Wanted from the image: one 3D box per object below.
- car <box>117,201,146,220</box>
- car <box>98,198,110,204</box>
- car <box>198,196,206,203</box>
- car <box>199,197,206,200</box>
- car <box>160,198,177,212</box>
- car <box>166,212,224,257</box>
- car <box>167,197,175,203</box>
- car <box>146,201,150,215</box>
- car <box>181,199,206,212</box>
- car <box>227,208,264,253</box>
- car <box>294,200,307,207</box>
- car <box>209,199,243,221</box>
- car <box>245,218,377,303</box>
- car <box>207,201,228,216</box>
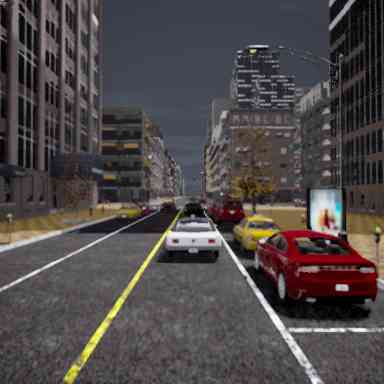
[{"bbox_3d":[-5.662,1.721,30.287,1.752,1.417,4.829,1,0,0],"label":"car"},{"bbox_3d":[-17.213,1.651,60.427,4.507,1.381,1.887,1,-2,0],"label":"car"},{"bbox_3d":[2.757,2.028,90.570,1.967,1.590,4.097,1,0,0],"label":"car"},{"bbox_3d":[2.753,2.096,85.045,1.887,1.381,4.507,1,0,0],"label":"car"},{"bbox_3d":[-3.046,1.845,43.597,1.994,1.385,4.181,0,0,0],"label":"car"},{"bbox_3d":[0.071,1.688,13.380,1.895,1.301,4.718,0,0,0],"label":"car"},{"bbox_3d":[-5.625,2.134,90.588,1.887,1.381,4.507,1,0,0],"label":"car"},{"bbox_3d":[-5.658,1.673,36.017,1.967,1.590,4.097,1,0,0],"label":"car"},{"bbox_3d":[0.091,1.699,29.872,1.837,1.490,4.892,0,0,0],"label":"car"},{"bbox_3d":[2.708,1.615,13.943,1.752,1.417,4.829,1,0,0],"label":"car"},{"bbox_3d":[20.886,2.138,60.723,4.097,1.590,1.967,1,-2,0],"label":"car"},{"bbox_3d":[2.716,1.475,24.892,2.192,1.841,5.009,1,0,0],"label":"car"},{"bbox_3d":[2.704,1.598,8.213,1.887,1.381,4.507,1,0,0],"label":"car"},{"bbox_3d":[2.721,1.777,36.010,1.887,1.381,4.507,1,0,0],"label":"car"}]
